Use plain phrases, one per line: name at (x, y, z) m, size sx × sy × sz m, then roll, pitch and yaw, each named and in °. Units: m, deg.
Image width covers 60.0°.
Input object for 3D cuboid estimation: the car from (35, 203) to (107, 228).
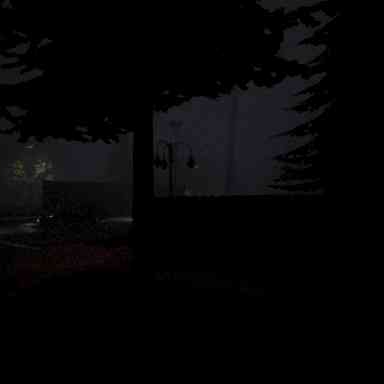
car at (-8.079, 1.492, 22.551) m, size 2.128 × 1.511 × 4.902 m, roll 0°, pitch 0°, yaw 36°
